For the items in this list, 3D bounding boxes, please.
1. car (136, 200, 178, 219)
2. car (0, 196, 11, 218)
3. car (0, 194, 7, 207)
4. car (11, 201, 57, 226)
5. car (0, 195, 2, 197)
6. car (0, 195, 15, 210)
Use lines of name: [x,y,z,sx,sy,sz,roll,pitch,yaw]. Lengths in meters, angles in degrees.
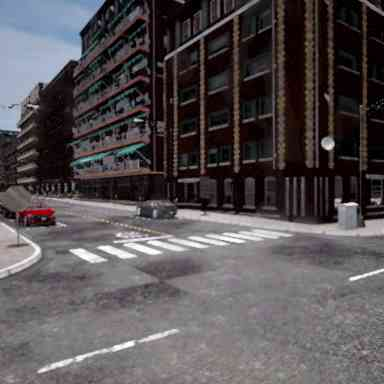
car: [-2.770,1.256,25.601,2.008,1.369,4.403,0,1,-36]
car: [-13.265,1.244,25.689,1.947,1.339,4.313,1,0,-36]
car: [-23.329,0.989,39.403,1.887,1.381,4.507,1,0,-36]
car: [-9.925,1.300,21.114,1.887,1.381,4.507,1,0,-36]
car: [-16.620,1.145,30.260,1.887,1.381,4.507,1,0,-36]
car: [-19.975,1.067,34.832,1.887,1.381,4.507,1,0,-36]
